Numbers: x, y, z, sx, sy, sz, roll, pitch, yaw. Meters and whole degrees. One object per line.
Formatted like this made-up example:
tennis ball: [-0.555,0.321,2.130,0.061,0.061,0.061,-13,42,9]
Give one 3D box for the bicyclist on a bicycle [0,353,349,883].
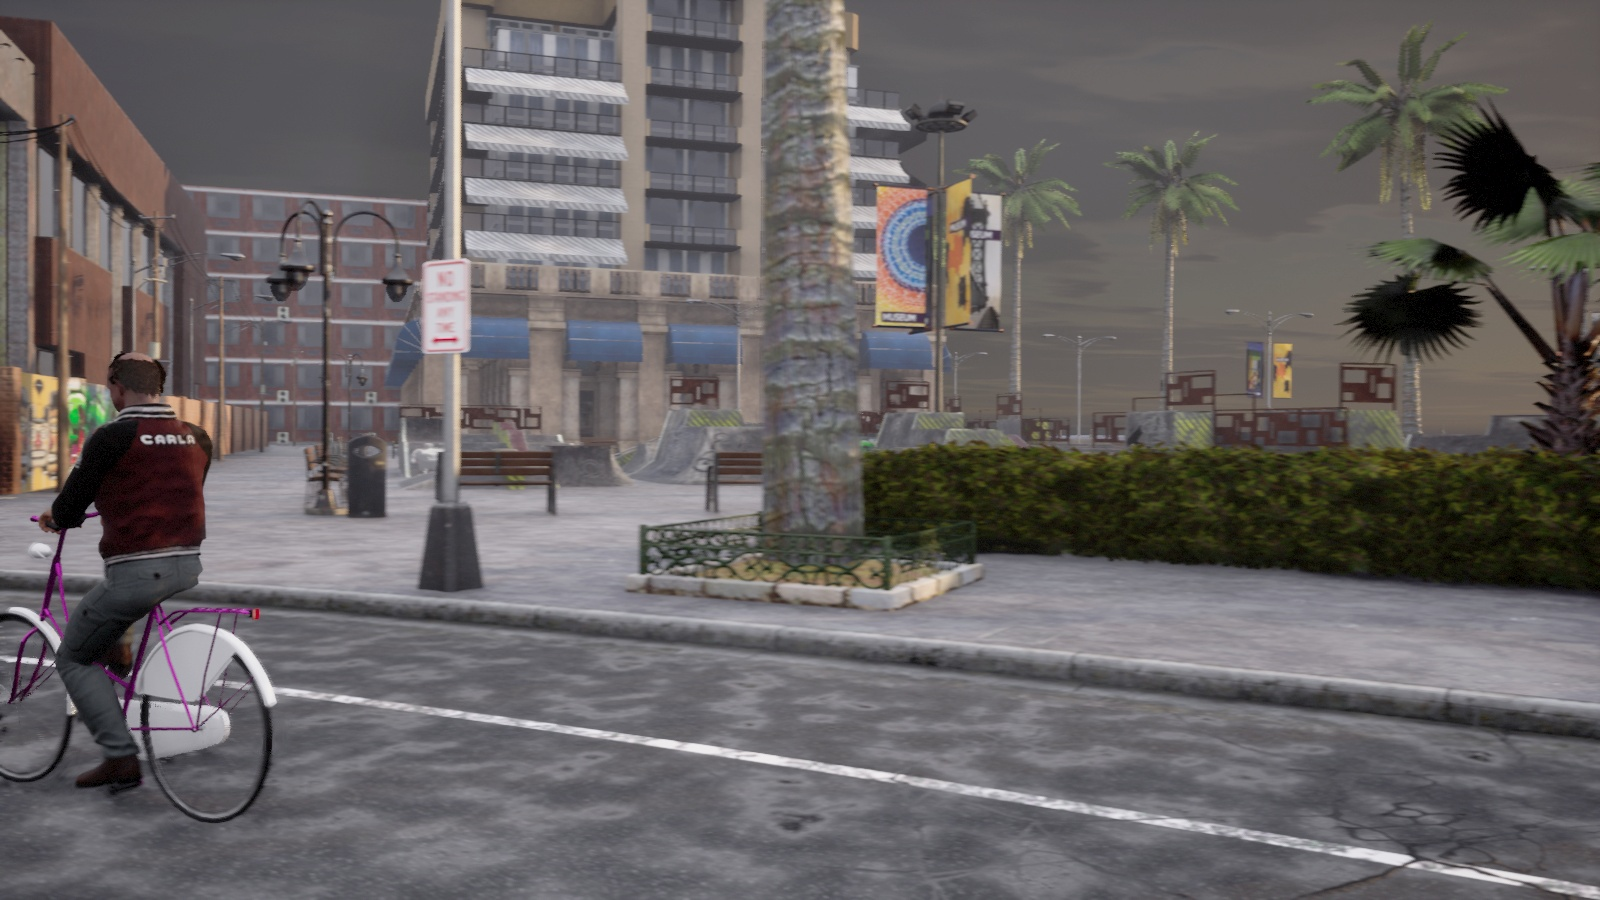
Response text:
bicyclist on a bicycle: [-2.704,0.557,4.900,1.843,1.776,0.659,0,1,26]
